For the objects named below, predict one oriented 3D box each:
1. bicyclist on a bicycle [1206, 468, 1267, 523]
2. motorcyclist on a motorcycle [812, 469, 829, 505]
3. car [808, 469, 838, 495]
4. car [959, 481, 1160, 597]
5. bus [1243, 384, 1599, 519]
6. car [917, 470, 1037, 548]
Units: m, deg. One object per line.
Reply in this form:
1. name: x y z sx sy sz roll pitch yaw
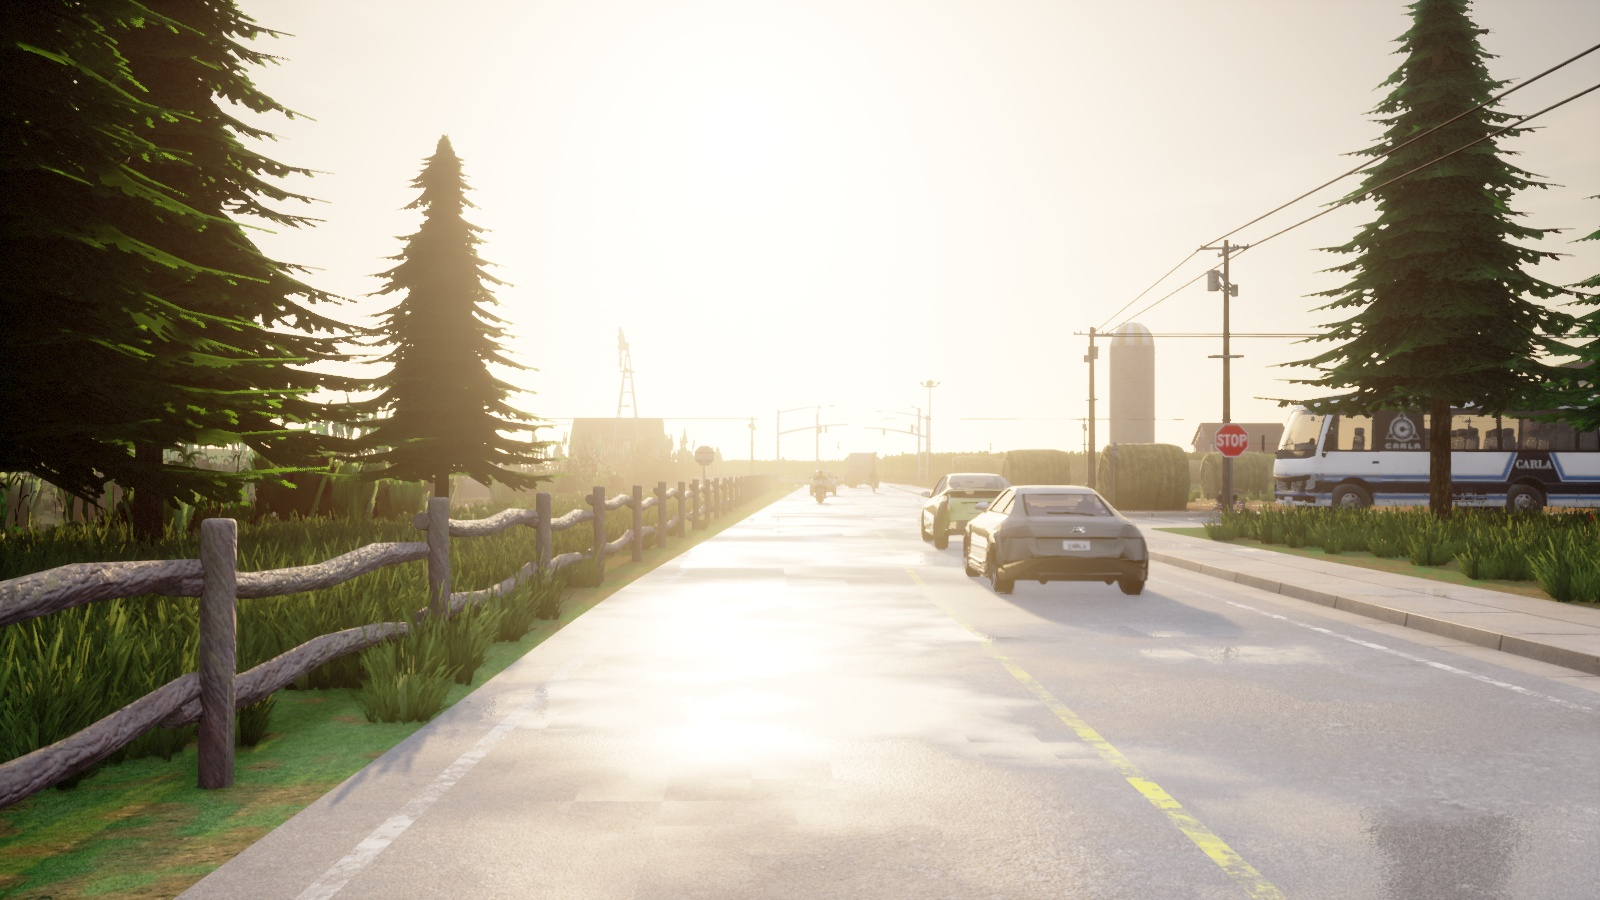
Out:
1. bicyclist on a bicycle: 13.126 1.359 37.823 1.509 1.612 0.866 0 0 -5
2. motorcyclist on a motorcycle: 0.999 1.763 60.292 0.766 1.649 2.350 0 -1 1
3. car: 1.494 2.038 79.936 1.851 1.617 3.988 0 -1 1
4. car: 3.453 1.151 17.538 1.994 1.385 4.181 0 -1 1
5. bus: 20.558 0.080 41.646 10.273 4.253 3.944 0 -1 -1
6. car: 3.652 1.185 26.666 2.007 1.525 4.514 0 -1 1
